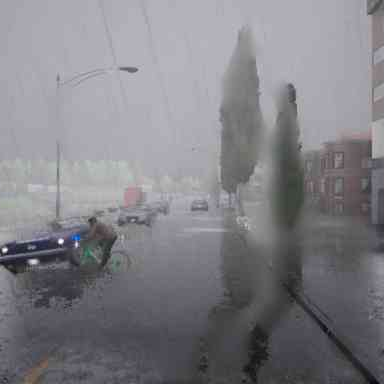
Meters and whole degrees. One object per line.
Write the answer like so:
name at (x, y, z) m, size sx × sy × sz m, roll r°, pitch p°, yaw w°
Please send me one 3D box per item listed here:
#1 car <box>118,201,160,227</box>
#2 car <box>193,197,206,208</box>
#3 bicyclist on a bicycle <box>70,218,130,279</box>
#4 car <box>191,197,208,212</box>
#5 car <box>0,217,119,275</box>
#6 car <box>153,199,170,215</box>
car at (-3.581, 1.564, 22.430) m, size 1.994 × 1.385 × 4.181 m, roll 0°, pitch 0°, yaw 2°
car at (1.118, 1.526, 49.454) m, size 1.812 × 1.442 × 4.674 m, roll 0°, pitch 0°, yaw 2°
bicyclist on a bicycle at (-2.487, 1.502, 8.932) m, size 1.656 × 1.620 × 0.582 m, roll -6°, pitch -10°, yaw 5°
car at (0.918, 1.564, 39.483) m, size 1.994 × 1.385 × 4.181 m, roll 0°, pitch 0°, yaw 2°
car at (-3.952, 1.521, 10.542) m, size 1.895 × 1.301 × 4.718 m, roll -9°, pitch -2°, yaw 1°
car at (-3.326, 1.505, 33.780) m, size 1.837 × 1.490 × 4.892 m, roll 0°, pitch 0°, yaw 2°
